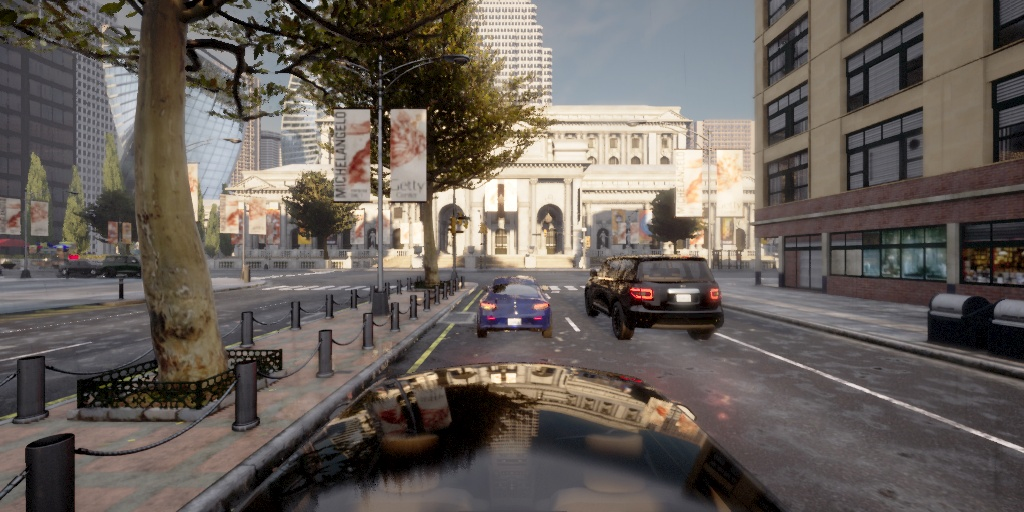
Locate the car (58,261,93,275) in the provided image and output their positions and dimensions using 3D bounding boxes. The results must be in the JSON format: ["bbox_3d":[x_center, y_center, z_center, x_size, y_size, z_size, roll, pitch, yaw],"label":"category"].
[{"bbox_3d":[-44.436,1.254,37.671,4.892,1.490,1.837,0,0,-1],"label":"car"}]

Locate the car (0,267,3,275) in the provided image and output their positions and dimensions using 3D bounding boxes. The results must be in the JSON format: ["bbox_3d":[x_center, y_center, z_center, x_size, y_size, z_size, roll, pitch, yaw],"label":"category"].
[{"bbox_3d":[-51.612,1.103,33.849,4.553,1.767,2.097,0,0,-8],"label":"car"}]

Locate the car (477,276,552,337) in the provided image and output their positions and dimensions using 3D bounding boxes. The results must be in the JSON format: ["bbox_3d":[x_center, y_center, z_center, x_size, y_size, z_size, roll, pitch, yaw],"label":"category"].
[{"bbox_3d":[0.076,1.276,10.150,1.812,1.442,4.674,0,0,0],"label":"car"}]

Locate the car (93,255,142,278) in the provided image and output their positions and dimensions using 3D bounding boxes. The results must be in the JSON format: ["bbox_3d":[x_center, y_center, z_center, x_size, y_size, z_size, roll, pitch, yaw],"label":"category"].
[{"bbox_3d":[-35.756,0.970,34.225,5.566,2.045,2.150,0,0,0],"label":"car"}]

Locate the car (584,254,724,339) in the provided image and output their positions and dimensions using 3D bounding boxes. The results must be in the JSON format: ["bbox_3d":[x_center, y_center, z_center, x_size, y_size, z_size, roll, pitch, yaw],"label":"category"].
[{"bbox_3d":[3.582,0.971,10.160,2.150,2.045,5.566,0,0,0],"label":"car"}]
